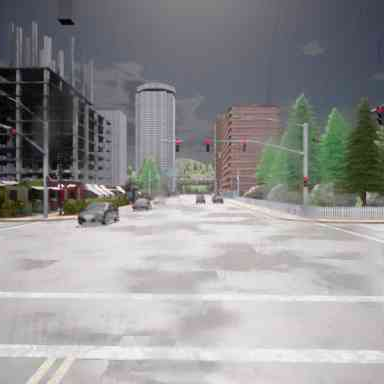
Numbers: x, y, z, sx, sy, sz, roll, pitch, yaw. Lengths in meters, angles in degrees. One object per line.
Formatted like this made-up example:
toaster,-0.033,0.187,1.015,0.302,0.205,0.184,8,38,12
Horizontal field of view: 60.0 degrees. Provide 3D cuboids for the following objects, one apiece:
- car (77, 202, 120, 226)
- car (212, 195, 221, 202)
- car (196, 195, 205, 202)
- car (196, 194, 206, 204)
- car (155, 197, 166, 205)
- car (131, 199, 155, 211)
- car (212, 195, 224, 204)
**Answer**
car,-6.489,1.493,23.550,2.128,1.511,4.902,0,0,2
car,5.418,1.422,74.654,1.895,1.301,4.718,0,0,1
car,1.918,1.326,74.708,1.837,1.490,4.892,0,0,1
car,1.697,1.601,65.523,1.895,1.301,4.718,0,0,1
car,-5.585,1.525,57.200,1.812,1.442,4.674,0,0,1
car,-6.012,1.525,40.265,1.812,1.442,4.674,0,0,1
car,5.203,1.526,65.757,1.812,1.442,4.674,0,0,1
